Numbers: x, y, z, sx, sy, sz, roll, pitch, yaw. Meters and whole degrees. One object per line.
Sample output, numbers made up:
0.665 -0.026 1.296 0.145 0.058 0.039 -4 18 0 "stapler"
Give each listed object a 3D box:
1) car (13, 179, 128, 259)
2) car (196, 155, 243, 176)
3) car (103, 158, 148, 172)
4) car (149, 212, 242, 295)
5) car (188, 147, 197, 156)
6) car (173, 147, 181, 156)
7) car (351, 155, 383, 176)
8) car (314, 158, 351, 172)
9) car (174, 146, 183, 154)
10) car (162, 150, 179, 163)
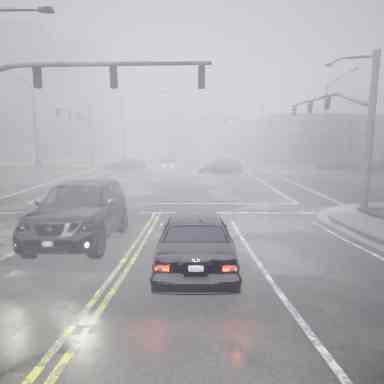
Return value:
-3.597 0.681 10.988 2.150 2.045 5.566 0 5 0 "car"
2.895 -2.636 33.910 4.553 1.767 2.097 0 9 0 "car"
-7.460 -3.064 37.432 4.902 1.511 2.128 0 9 0 "car"
0.085 1.218 8.395 2.033 1.411 5.357 0 4 0 "car"
0.109 -8.371 70.707 1.895 1.301 4.718 0 9 0 "car"
-3.493 -6.884 60.999 1.837 1.490 4.892 0 9 0 "car"
19.779 -2.755 33.815 5.566 2.045 2.150 0 9 0 "car"
16.319 -3.053 37.328 4.902 1.511 2.128 0 9 0 "car"
-3.414 -8.507 71.195 2.033 1.411 5.357 0 9 0 "car"
-3.534 -5.300 51.521 2.033 1.411 5.357 0 9 0 "car"
